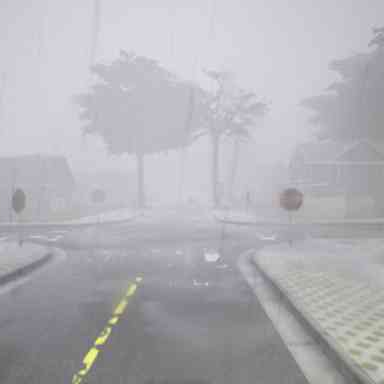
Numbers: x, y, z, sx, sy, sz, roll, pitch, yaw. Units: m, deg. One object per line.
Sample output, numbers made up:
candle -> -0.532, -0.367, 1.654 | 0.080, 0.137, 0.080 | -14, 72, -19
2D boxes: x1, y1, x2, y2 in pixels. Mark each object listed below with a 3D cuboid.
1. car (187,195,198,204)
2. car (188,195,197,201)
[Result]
car -> 0.011, 1.405, 62.045 | 1.812, 1.442, 4.674 | 0, 0, 0
car -> 0.013, 1.305, 72.077 | 1.895, 1.301, 4.718 | 0, 0, 0
